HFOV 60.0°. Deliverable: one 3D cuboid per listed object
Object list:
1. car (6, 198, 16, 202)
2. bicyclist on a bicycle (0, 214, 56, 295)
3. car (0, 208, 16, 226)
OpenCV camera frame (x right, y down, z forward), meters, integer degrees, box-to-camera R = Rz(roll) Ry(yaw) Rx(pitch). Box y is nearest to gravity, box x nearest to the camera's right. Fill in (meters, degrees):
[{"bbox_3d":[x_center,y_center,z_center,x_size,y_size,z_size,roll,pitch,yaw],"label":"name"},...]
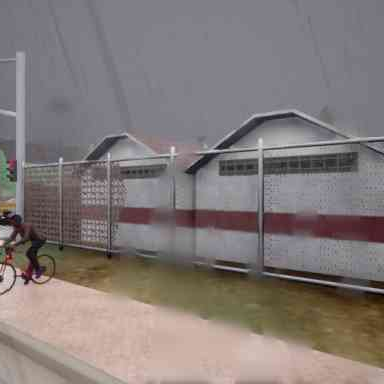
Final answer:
[{"bbox_3d":[-22.352,1.478,42.727,1.882,1.535,5.008,0,0,35],"label":"car"},{"bbox_3d":[-3.639,1.302,7.156,0.582,1.620,1.656,0,0,30],"label":"bicyclist on a bicycle"},{"bbox_3d":[-10.587,1.564,22.415,1.994,1.385,4.181,0,0,34],"label":"car"}]
